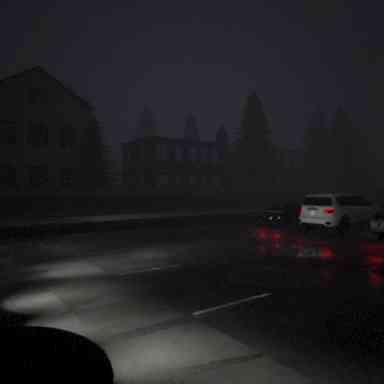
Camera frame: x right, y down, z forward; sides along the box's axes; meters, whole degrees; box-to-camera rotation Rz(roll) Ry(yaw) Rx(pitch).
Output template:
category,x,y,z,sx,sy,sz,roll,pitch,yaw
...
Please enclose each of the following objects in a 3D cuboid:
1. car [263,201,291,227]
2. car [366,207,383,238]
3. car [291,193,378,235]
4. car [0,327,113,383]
category,x,y,z,sx,sy,sz,roll,pitch,yaw
car,6.723,1.354,21.439,4.902,1.511,2.128,-1,0,-35
car,10.365,1.467,15.440,4.718,1.301,1.895,-1,0,-36
car,8.222,1.089,18.212,5.566,2.045,2.150,-1,0,-36
car,-2.729,1.536,1.799,4.674,1.442,1.812,-1,0,-36
